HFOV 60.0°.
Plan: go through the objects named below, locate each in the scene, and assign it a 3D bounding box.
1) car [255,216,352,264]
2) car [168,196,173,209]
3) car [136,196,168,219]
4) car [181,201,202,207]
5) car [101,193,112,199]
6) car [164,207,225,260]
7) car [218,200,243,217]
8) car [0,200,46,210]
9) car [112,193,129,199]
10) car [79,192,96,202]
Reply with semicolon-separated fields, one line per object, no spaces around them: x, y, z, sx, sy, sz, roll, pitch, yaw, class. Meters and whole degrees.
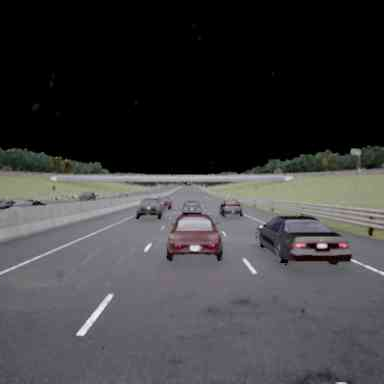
3.581;1.533;11.676;2.033;1.411;5.357;0;0;0;car
-3.646;1.272;43.183;2.097;1.767;4.553;0;0;0;car
-3.534;1.324;29.153;2.097;1.767;4.553;0;0;0;car
-0.009;1.515;30.918;2.033;1.411;5.357;0;0;0;car
-18.017;0.928;71.299;2.097;1.767;4.553;0;0;-1;car
0.091;1.513;12.298;1.812;1.442;4.674;0;0;0;car
3.491;1.458;30.664;2.128;1.511;4.902;0;0;0;car
-14.192;1.483;28.573;1.837;1.490;4.892;0;0;0;car
-14.493;1.071;69.275;2.097;1.767;4.553;0;0;-1;car
-21.487;0.950;68.715;2.150;2.045;5.566;0;0;-1;car
